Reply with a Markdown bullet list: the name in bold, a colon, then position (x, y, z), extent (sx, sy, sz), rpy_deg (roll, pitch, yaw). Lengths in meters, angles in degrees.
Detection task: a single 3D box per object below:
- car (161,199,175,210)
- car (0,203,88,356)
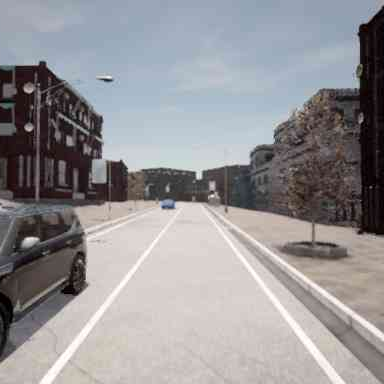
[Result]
- **car**: position (-3.537, 1.862, 49.780), extent (1.882, 1.535, 5.008), rpy_deg (0, -1, 0)
- **car**: position (-3.596, 1.263, 5.944), extent (2.150, 2.045, 5.566), rpy_deg (0, 0, 0)
